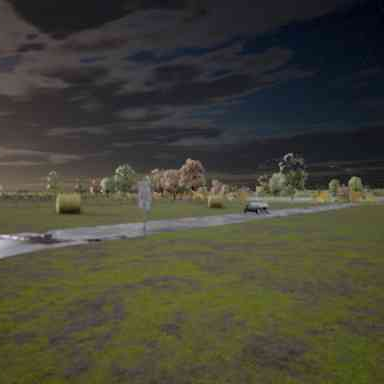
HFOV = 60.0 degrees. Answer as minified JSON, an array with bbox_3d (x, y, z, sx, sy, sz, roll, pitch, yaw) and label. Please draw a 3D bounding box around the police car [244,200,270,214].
[{"bbox_3d":[8.150,1.879,41.769,1.930,1.638,5.238,-1,-1,35],"label":"police car"}]
